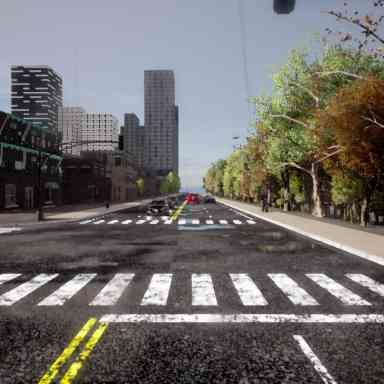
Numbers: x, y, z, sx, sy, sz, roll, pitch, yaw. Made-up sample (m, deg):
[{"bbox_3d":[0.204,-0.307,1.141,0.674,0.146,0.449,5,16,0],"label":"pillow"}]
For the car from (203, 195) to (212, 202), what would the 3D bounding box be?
[{"bbox_3d":[3.402,1.471,73.082,1.837,1.490,4.892,0,0,0],"label":"car"}]

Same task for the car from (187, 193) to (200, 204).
[{"bbox_3d":[0.228,1.198,62.214,2.150,2.045,5.566,0,0,1],"label":"car"}]

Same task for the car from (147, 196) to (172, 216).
[{"bbox_3d":[-3.282,1.494,33.066,1.837,1.490,4.892,0,0,0],"label":"car"}]

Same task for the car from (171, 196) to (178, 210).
[{"bbox_3d":[-3.256,1.549,42.998,1.994,1.385,4.181,0,0,0],"label":"car"}]

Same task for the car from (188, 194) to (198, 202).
[{"bbox_3d":[0.164,1.325,72.781,2.097,1.767,4.553,0,0,0],"label":"car"}]

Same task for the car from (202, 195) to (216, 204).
[{"bbox_3d":[3.482,1.540,63.126,1.994,1.385,4.181,0,0,0],"label":"car"}]
